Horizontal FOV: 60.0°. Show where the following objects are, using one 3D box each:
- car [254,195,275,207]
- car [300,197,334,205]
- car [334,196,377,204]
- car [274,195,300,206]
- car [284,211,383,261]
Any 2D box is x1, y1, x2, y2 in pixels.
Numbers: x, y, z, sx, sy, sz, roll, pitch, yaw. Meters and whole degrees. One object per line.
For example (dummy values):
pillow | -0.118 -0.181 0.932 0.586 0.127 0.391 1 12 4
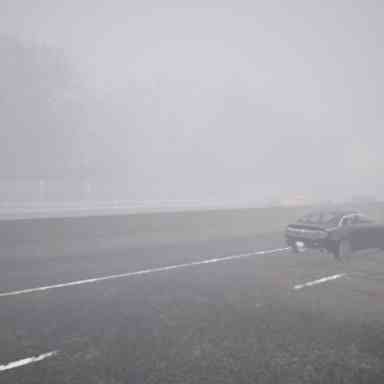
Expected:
car | 9.814 1.187 40.928 4.553 1.767 2.097 -1 0 -35
car | 13.823 1.381 35.194 4.181 1.385 1.994 0 0 -35
car | 16.581 1.151 32.859 4.553 1.767 2.097 -1 0 -35
car | 12.171 1.300 38.312 5.008 1.535 1.882 0 0 -35
car | 5.412 1.425 11.987 4.902 1.511 2.128 -1 0 -35
